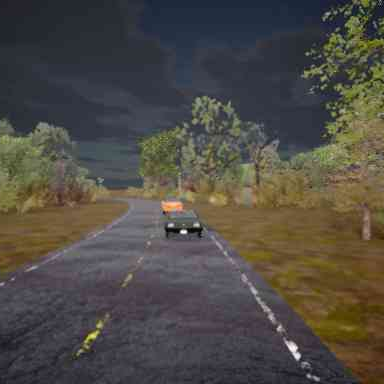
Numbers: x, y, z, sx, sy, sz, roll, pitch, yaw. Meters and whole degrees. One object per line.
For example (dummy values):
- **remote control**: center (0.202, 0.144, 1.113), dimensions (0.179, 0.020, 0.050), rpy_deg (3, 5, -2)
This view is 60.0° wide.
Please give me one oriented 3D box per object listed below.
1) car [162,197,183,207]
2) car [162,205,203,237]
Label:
- **car**: center (-2.151, 1.355, 35.578), dimensions (2.097, 1.767, 4.553), rpy_deg (0, 0, -7)
- **car**: center (-0.529, 1.602, 17.995), dimensions (1.895, 1.301, 4.718), rpy_deg (0, 0, -4)
